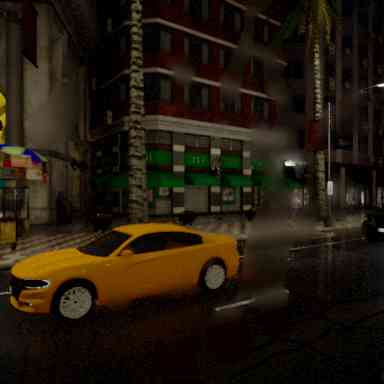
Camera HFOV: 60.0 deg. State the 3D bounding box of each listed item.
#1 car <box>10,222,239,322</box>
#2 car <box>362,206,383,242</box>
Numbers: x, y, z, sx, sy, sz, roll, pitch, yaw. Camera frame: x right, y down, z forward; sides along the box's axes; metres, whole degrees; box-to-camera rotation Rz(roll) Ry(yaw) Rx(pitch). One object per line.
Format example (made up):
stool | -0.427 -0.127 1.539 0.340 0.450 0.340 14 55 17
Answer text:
car | -1.198 1.477 7.402 5.008 1.535 1.882 0 0 -35
car | 10.085 1.217 15.142 5.566 2.045 2.150 0 0 -33
